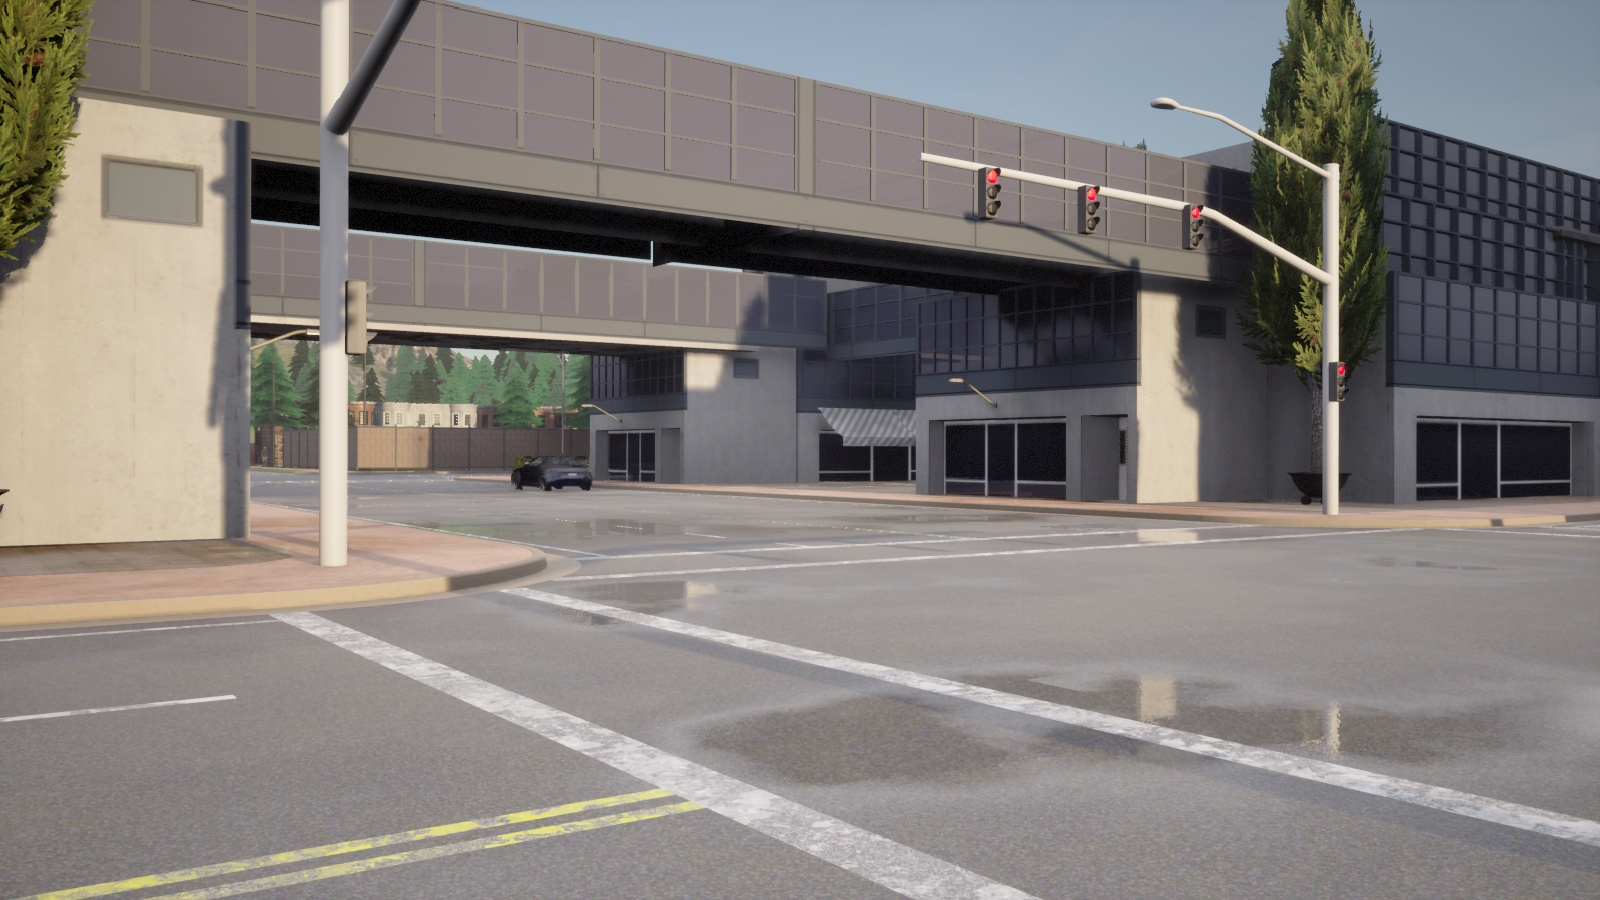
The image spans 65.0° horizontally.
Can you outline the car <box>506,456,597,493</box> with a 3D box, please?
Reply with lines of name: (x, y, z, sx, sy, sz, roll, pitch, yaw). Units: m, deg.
car: (-9.859, 0.951, 49.607, 1.994, 1.385, 4.181, 0, 0, -35)
